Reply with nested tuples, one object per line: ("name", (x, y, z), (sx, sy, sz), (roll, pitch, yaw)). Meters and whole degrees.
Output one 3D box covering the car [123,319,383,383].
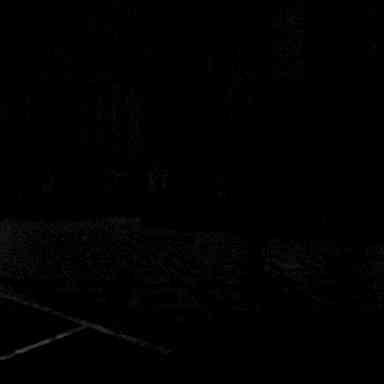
("car", (1.327, 1.566, 2.012), (4.313, 1.339, 1.947), (-1, 0, 36))
